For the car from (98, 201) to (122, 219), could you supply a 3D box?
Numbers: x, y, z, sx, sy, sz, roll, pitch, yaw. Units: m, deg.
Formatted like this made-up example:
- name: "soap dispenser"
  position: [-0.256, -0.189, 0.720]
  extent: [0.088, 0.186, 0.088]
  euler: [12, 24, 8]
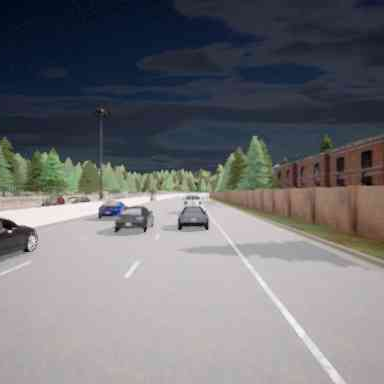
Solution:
- name: "car"
  position: [-6.896, 1.522, 29.663]
  extent: [1.882, 1.535, 5.008]
  euler: [0, 0, 0]

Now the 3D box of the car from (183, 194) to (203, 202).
- name: "car"
  position: [0.106, 1.280, 37.976]
  extent: [2.150, 2.045, 5.566]
  euler: [0, 0, 0]

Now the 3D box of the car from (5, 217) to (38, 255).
- name: "car"
  position: [-6.897, 1.522, 10.967]
  extent: [1.837, 1.490, 4.892]
  euler: [0, 0, 0]

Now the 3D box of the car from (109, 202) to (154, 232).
- name: "car"
  position: [-3.397, 1.555, 20.051]
  extent: [1.812, 1.442, 4.674]
  euler: [0, 0, 0]

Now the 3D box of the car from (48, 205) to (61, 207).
- name: "car"
  position: [-21.056, 1.429, 50.905]
  extent: [2.097, 1.767, 4.553]
  euler: [0, 0, 0]

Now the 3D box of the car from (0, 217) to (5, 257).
- name: "car"
  position: [-3.403, 1.224, 1.290]
  extent: [2.150, 2.045, 5.566]
  euler: [0, 0, 0]

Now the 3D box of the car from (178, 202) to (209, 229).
- name: "car"
  position: [0.100, 1.597, 21.685]
  extent: [1.994, 1.385, 4.181]
  euler: [0, 0, 0]
